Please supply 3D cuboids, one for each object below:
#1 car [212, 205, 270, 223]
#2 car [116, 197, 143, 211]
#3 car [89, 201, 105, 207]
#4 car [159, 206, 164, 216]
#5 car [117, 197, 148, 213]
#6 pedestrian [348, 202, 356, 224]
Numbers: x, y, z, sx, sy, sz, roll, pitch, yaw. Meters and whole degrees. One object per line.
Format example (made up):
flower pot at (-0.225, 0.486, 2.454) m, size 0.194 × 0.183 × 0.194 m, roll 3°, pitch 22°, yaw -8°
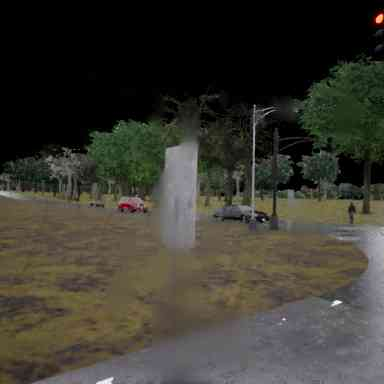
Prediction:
car at (3.975, 1.793, 27.846) m, size 2.033 × 1.411 × 5.357 m, roll 3°, pitch -2°, yaw -36°
car at (-10.228, 1.883, 53.938) m, size 2.150 × 2.045 × 5.566 m, roll 3°, pitch -2°, yaw -36°
car at (-18.871, 2.347, 65.930) m, size 1.895 × 1.301 × 4.718 m, roll 3°, pitch -2°, yaw -35°
car at (-1.835, 1.928, 35.903) m, size 1.994 × 1.385 × 4.181 m, roll 3°, pitch -2°, yaw -37°
car at (-7.923, 1.680, 44.431) m, size 2.150 × 2.045 × 5.566 m, roll 3°, pitch -2°, yaw -34°
pedestrian at (13.366, 1.718, 27.818) m, size 0.375 × 1.860 × 0.375 m, roll 2°, pitch -1°, yaw -36°
